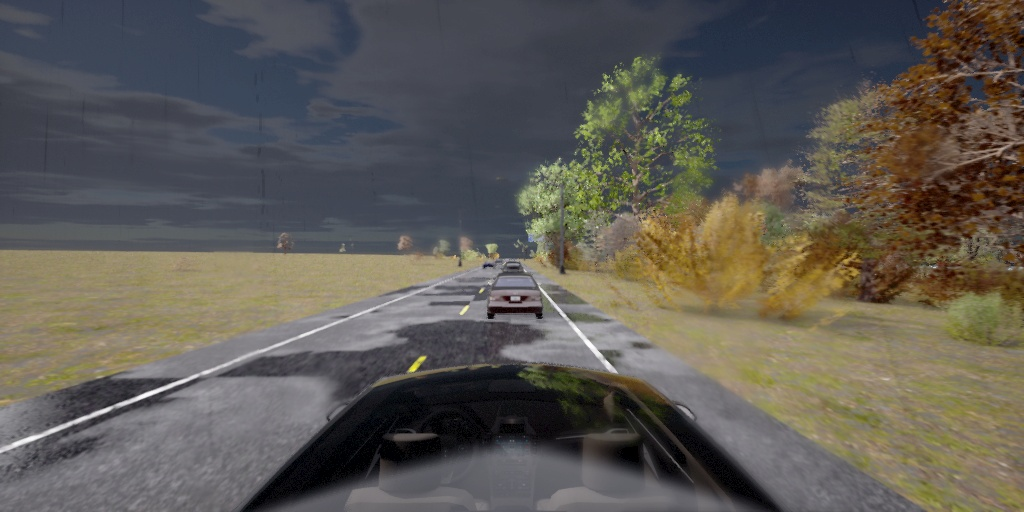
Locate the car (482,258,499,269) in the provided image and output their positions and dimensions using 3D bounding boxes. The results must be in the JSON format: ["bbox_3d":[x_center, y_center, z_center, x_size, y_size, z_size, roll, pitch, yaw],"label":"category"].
[{"bbox_3d":[-3.570,1.365,56.196,1.895,1.301,4.718,0,0,1],"label":"car"}]

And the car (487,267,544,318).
[{"bbox_3d":[0.098,1.299,13.042,2.033,1.411,5.357,0,0,0],"label":"car"}]

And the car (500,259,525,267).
[{"bbox_3d":[0.093,1.260,32.108,1.837,1.490,4.892,0,0,0],"label":"car"}]
